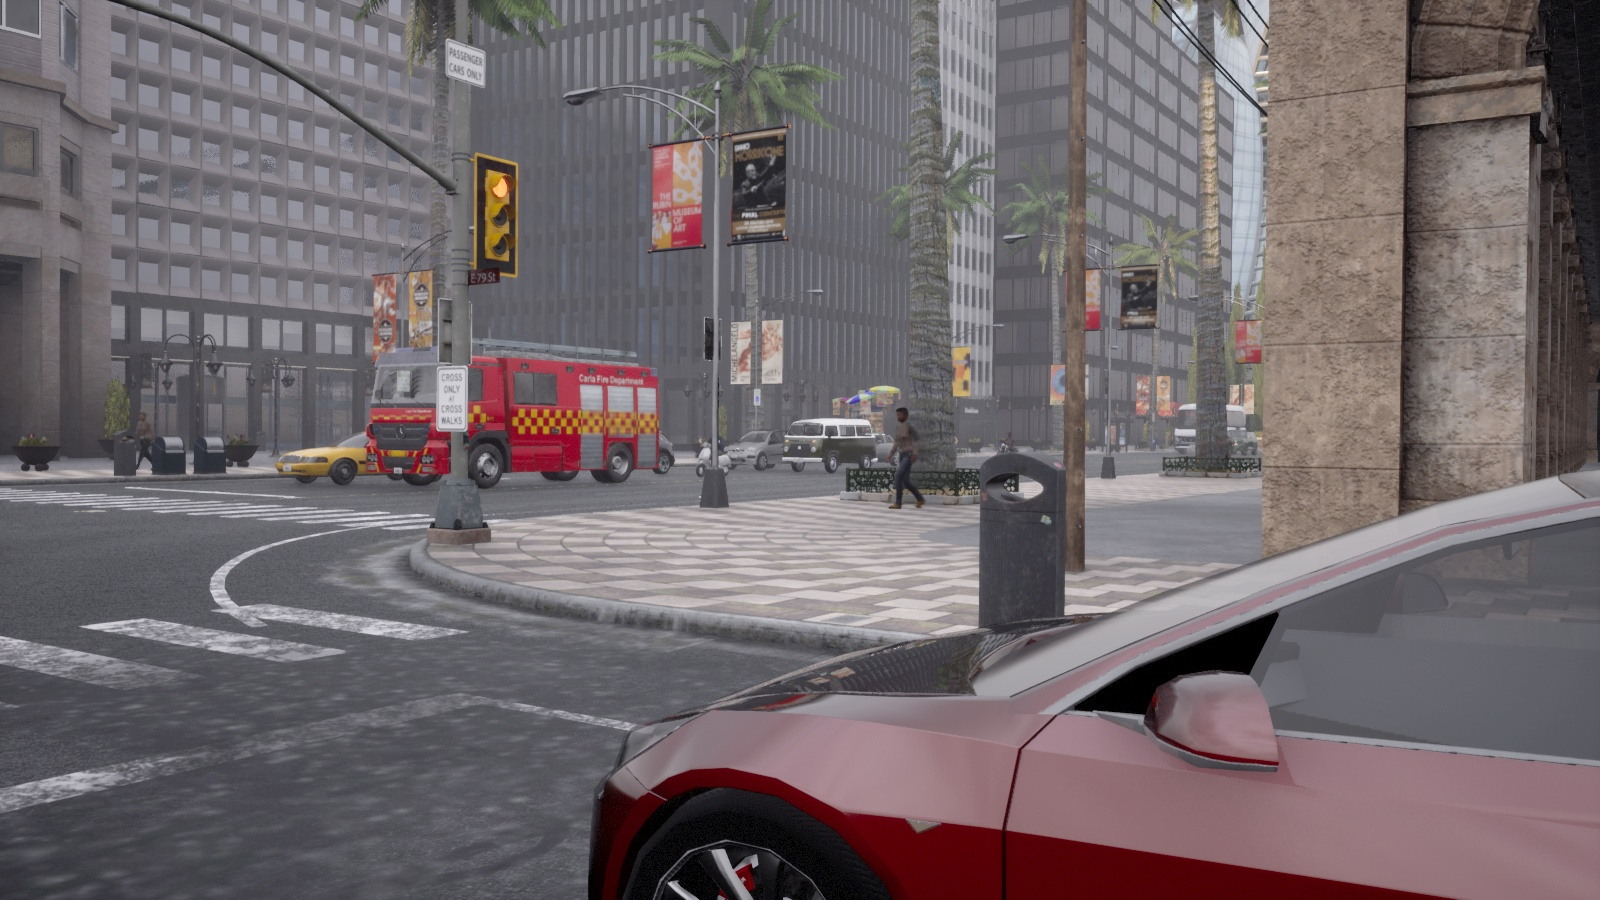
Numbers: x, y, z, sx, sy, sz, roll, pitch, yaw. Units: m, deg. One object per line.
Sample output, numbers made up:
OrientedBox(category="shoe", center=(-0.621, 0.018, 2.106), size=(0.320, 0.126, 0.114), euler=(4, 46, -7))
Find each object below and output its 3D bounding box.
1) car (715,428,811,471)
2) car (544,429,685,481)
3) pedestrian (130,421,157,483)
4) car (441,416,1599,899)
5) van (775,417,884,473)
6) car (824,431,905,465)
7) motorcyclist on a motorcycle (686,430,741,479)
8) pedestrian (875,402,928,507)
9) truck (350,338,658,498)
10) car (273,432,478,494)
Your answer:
OrientedBox(category="car", center=(-1.431, -0.042, 50.141), size=(1.851, 1.617, 3.988), euler=(0, 1, 33))
OrientedBox(category="car", center=(-6.252, 0.133, 42.845), size=(2.033, 1.649, 4.856), euler=(0, 1, 34))
OrientedBox(category="pedestrian", center=(-19.529, 0.055, 37.367), size=(0.331, 1.846, 0.634), euler=(0, 1, 21))
OrientedBox(category="car", center=(1.787, 0.681, 2.457), size=(4.792, 1.488, 2.163), euler=(0, 1, 33))
OrientedBox(category="van", center=(1.180, -0.208, 47.746), size=(2.069, 2.038, 4.480), euler=(0, 1, 33))
OrientedBox(category="car", center=(2.949, -0.105, 56.751), size=(1.970, 1.475, 3.806), euler=(0, 1, 33))
OrientedBox(category="motorcyclist on a motorcycle", center=(-2.858, 0.142, 41.631), size=(0.866, 1.590, 1.817), euler=(0, 1, 33))
OrientedBox(category="pedestrian", center=(1.778, 0.073, 21.921), size=(0.869, 1.805, 0.328), euler=(-1, 1, -27))
OrientedBox(category="truck", center=(-7.730, -0.831, 34.274), size=(2.891, 3.827, 8.468), euler=(0, 1, 33))
OrientedBox(category="car", center=(-11.593, 0.301, 34.719), size=(1.801, 1.575, 5.366), euler=(0, 1, 34))
